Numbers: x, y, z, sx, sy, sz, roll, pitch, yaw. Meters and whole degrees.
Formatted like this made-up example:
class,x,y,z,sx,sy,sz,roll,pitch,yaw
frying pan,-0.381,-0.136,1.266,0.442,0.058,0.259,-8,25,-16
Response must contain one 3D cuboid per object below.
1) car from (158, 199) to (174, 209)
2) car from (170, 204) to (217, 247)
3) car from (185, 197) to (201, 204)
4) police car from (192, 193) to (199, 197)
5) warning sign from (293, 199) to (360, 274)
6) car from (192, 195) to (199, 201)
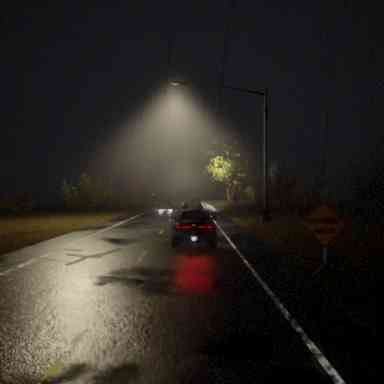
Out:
class,x,y,z,sx,sy,sz,roll,pitch,yaw
car,-3.603,1.637,46.108,1.994,1.385,4.181,0,0,0
car,0.081,1.532,15.137,1.837,1.490,4.892,0,0,0
car,0.079,1.531,31.881,1.882,1.535,5.008,0,0,0
police car,1.018,1.540,84.968,1.930,1.638,5.238,0,0,0
warning sign,3.534,1.132,8.867,1.300,1.860,1.060,-1,-1,0
car,1.014,1.602,94.859,1.882,1.535,5.008,0,0,0
